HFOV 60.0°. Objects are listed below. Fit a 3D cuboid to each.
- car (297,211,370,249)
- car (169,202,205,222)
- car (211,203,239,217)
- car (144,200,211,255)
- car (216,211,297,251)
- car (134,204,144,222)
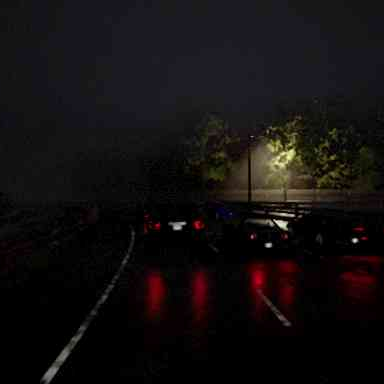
[{"bbox_3d":[6.053,1.646,15.401,1.837,1.490,4.892,0,0,-8],"label":"car"},{"bbox_3d":[-0.579,1.775,30.363,2.128,1.511,4.902,0,0,-16],"label":"car"},{"bbox_3d":[2.742,1.768,31.470,1.882,1.535,5.008,0,0,-16],"label":"car"},{"bbox_3d":[-0.847,1.350,14.227,2.150,2.045,5.566,0,0,-7],"label":"car"},{"bbox_3d":[2.611,1.736,14.766,1.895,1.301,4.718,0,0,-7],"label":"car"},{"bbox_3d":[-3.953,1.785,29.432,1.837,1.490,4.892,0,0,-16],"label":"car"}]
